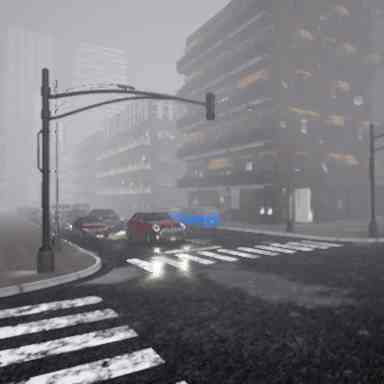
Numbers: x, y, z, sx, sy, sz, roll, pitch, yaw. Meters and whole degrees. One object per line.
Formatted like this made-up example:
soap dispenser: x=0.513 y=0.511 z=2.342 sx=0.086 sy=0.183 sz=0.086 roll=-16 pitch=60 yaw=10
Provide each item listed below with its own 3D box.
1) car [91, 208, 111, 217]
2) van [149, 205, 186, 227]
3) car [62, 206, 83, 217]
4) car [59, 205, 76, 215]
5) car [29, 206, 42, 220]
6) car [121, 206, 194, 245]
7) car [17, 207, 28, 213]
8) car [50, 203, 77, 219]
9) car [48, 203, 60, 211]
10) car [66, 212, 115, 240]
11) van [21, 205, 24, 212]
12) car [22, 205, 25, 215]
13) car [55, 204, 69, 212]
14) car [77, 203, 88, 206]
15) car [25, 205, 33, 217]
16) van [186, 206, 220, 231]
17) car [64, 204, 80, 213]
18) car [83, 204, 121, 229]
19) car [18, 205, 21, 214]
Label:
car: x=-13.721 y=3.051 z=49.954 sx=1.802 sy=1.307 sz=4.206 roll=-1 pitch=-1 yaw=-31
van: x=-2.337 y=2.159 z=30.672 sx=1.690 sy=1.788 sz=3.998 roll=-1 pitch=-1 yaw=-31
car: x=-12.558 y=2.600 z=36.632 sx=1.882 sy=1.535 sz=5.008 roll=0 pitch=-2 yaw=-30
car: x=-22.284 y=3.185 z=59.368 sx=2.097 sy=1.767 sz=4.553 roll=0 pitch=-2 yaw=-31
car: x=-20.923 y=3.058 z=45.734 sx=1.802 sy=1.307 sz=4.206 roll=-1 pitch=-1 yaw=-31
car: x=-2.098 y=1.878 z=18.933 sx=2.097 sy=1.767 sz=4.553 roll=0 pitch=-2 yaw=-31
car: x=-38.044 y=4.005 z=74.644 sx=2.008 sy=1.369 sz=4.403 roll=-1 pitch=-1 yaw=-31
car: x=-17.865 y=2.649 z=45.699 sx=2.150 sy=2.045 sz=5.566 roll=0 pitch=-2 yaw=-30
car: x=-36.583 y=3.984 z=88.099 sx=2.150 sy=2.045 sz=5.566 roll=0 pitch=-2 yaw=-31
car: x=-6.685 y=2.245 z=21.626 sx=1.802 sy=1.307 sz=4.206 roll=-1 pitch=-1 yaw=-31
van: x=-29.472 y=3.306 z=60.203 sx=1.690 sy=1.788 sz=3.998 roll=-1 pitch=-1 yaw=-31
car: x=-26.619 y=3.353 z=55.378 sx=2.008 sy=1.369 sz=4.403 roll=-1 pitch=-1 yaw=-31
car: x=-30.814 y=3.762 z=78.889 sx=2.192 sy=1.841 sz=5.009 roll=-1 pitch=-1 yaw=-31
car: x=-16.846 y=2.744 z=50.165 sx=2.150 sy=2.045 sz=5.566 roll=0 pitch=-2 yaw=-30
car: x=-23.774 y=3.079 z=50.558 sx=1.967 sy=1.590 sz=4.097 roll=-1 pitch=-1 yaw=-31
van: x=0.510 y=1.997 z=25.850 sx=1.690 sy=1.788 sz=3.998 roll=-1 pitch=-1 yaw=-31
car: x=-25.119 y=3.436 z=69.245 sx=2.192 sy=1.841 sz=5.009 roll=-1 pitch=-1 yaw=-31
car: x=-7.258 y=2.172 z=27.644 sx=2.097 sy=1.767 sz=4.553 roll=0 pitch=-2 yaw=-31
car: x=-35.188 y=3.606 z=69.835 sx=2.192 sy=1.841 sz=5.009 roll=-1 pitch=-1 yaw=-31
